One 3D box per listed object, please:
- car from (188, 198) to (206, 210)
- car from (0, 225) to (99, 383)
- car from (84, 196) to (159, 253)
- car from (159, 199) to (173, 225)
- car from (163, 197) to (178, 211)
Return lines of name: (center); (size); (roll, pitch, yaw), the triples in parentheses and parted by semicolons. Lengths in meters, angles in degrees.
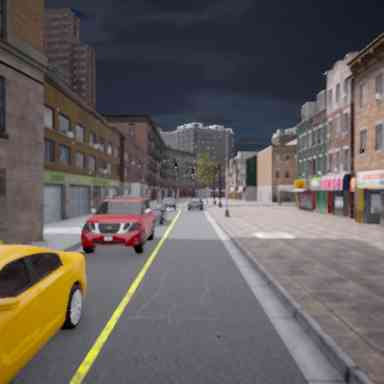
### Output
car: (0.609, 1.516, 42.339); (2.128, 1.511, 4.902); (0, 0, 7)
car: (-2.846, 1.479, 4.085); (1.882, 1.535, 5.008); (0, 0, 0)
car: (-2.851, 1.227, 14.067); (2.150, 2.045, 5.566); (0, 0, 0)
car: (-2.841, 1.503, 24.412); (2.128, 1.511, 4.902); (0, 0, 0)
car: (-2.754, 1.328, 40.111); (1.837, 1.490, 4.892); (0, 0, 0)
